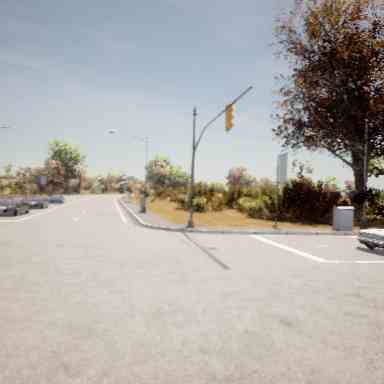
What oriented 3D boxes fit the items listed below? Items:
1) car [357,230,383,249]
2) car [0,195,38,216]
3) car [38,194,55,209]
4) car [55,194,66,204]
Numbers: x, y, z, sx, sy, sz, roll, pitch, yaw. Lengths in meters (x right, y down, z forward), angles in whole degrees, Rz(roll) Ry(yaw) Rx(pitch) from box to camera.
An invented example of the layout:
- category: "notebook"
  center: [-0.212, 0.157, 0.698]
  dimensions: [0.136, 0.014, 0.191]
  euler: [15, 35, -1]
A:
- category: "car"
  center: [9.841, 2.008, 14.586]
  dimensions: [4.718, 1.301, 1.895]
  euler: [2, 0, -8]
- category: "car"
  center: [-14.585, 1.085, 27.061]
  dimensions: [2.128, 1.511, 4.902]
  euler: [2, 0, -11]
- category: "car"
  center: [-17.059, 1.037, 36.828]
  dimensions: [2.128, 1.511, 4.902]
  euler: [2, 0, -14]
- category: "car"
  center: [-20.295, 1.010, 50.096]
  dimensions: [1.812, 1.442, 4.674]
  euler: [2, 0, -13]
